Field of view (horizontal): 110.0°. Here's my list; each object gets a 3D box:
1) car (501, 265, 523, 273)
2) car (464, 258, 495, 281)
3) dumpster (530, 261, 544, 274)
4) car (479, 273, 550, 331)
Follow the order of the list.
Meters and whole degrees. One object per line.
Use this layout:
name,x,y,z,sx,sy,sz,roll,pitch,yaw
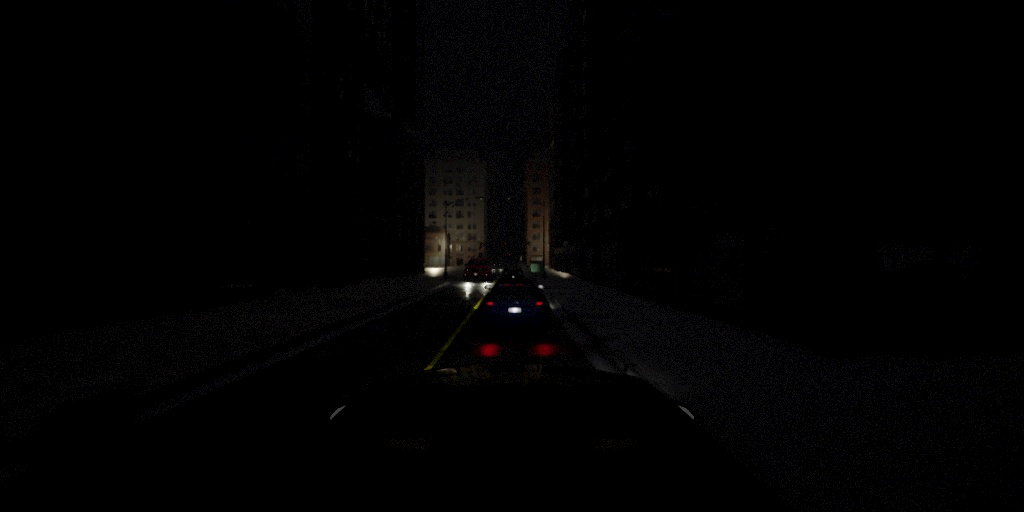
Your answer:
car,0.098,1.631,34.872,1.895,1.301,4.718,0,-1,0
car,-3.099,1.242,33.444,2.150,2.045,5.566,0,-1,0
dumpster,3.133,1.523,45.432,1.020,1.700,1.940,0,0,0
car,0.082,1.396,11.379,1.994,1.385,4.181,0,0,0
